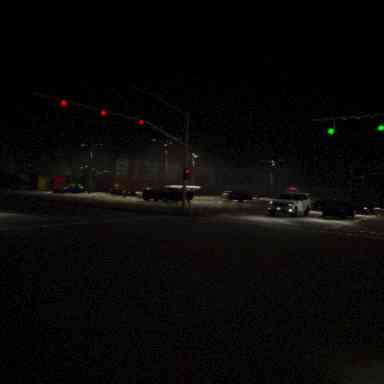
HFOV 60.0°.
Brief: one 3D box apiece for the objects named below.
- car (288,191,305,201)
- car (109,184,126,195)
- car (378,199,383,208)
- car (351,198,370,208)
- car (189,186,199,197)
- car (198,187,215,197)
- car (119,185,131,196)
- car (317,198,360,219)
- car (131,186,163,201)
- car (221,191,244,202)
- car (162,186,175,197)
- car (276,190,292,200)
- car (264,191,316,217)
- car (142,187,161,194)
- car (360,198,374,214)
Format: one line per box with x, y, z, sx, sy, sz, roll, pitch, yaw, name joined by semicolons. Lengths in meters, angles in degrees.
22.017;0.796;69.869;1.932;1.855;4.605;3;1;37;car
-11.251;-0.315;54.389;1.932;1.855;4.605;3;1;37;car
31.212;1.883;53.079;2.033;1.411;5.357;3;1;38;car
27.325;1.685;53.775;1.812;1.442;4.674;3;1;38;car
1.909;-0.089;85.385;1.970;1.475;3.806;3;1;37;car
4.204;-0.199;83.608;1.905;1.878;3.866;3;1;37;car
-9.105;0.015;52.797;1.784;1.438;3.905;3;1;37;car
13.032;1.484;29.395;1.882;1.535;5.008;3;1;37;car
-6.815;0.174;51.032;1.970;1.475;3.806;3;1;37;car
6.958;0.597;59.486;1.970;1.475;3.806;3;1;37;car
-6.461;-0.395;69.709;1.932;1.855;4.605;3;1;37;car
19.759;0.671;71.676;1.905;1.878;3.866;3;1;37;car
8.822;1.047;29.635;2.150;2.045;5.566;3;1;37;car
-8.724;-0.312;71.529;1.784;1.438;3.905;3;1;37;car
19.002;1.591;37.210;1.882;1.535;5.008;3;2;38;car
